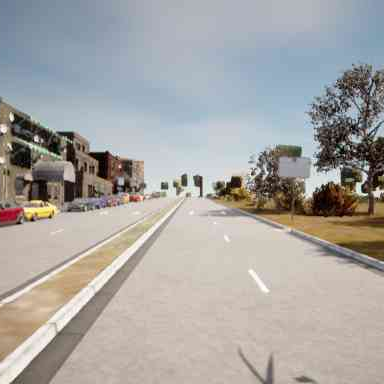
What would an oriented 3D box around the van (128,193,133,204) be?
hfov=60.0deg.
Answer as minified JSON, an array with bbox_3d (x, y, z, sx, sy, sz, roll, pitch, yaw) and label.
[{"bbox_3d":[-12.224,1.162,58.547,1.878,1.987,4.442,0,0,0],"label":"van"}]

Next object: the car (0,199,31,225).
[{"bbox_3d":[-12.090,1.256,20.143,2.185,1.767,4.553,0,0,0],"label":"car"}]

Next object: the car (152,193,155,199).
[{"bbox_3d":[-12.342,1.268,91.846,2.185,1.767,4.553,0,0,0],"label":"car"}]

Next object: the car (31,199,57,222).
[{"bbox_3d":[-12.106,1.380,25.453,1.946,1.575,5.366,0,0,0],"label":"car"}]

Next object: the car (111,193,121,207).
[{"bbox_3d":[-12.186,1.261,47.645,2.185,1.767,4.553,0,0,0],"label":"car"}]

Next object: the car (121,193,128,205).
[{"bbox_3d":[-12.205,1.262,53.169,2.185,1.767,4.553,0,0,0],"label":"car"}]

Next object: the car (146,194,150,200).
[{"bbox_3d":[-12.303,1.393,80.770,2.231,1.521,4.892,0,0,0],"label":"car"}]

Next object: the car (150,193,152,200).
[{"bbox_3d":[-12.323,1.267,86.320,2.185,1.767,4.553,0,0,0],"label":"car"}]

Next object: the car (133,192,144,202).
[{"bbox_3d":[-12.264,1.139,69.811,2.435,2.045,5.566,0,0,0],"label":"car"}]

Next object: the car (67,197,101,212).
[{"bbox_3d":[-12.146,1.386,36.695,2.231,1.521,4.892,0,0,0],"label":"car"}]

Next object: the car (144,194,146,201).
[{"bbox_3d":[-12.284,1.391,75.244,2.097,1.535,5.008,0,0,0],"label":"car"}]

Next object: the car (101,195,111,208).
[{"bbox_3d":[-12.167,1.425,42.215,2.002,1.452,4.674,0,0,0],"label":"car"}]
